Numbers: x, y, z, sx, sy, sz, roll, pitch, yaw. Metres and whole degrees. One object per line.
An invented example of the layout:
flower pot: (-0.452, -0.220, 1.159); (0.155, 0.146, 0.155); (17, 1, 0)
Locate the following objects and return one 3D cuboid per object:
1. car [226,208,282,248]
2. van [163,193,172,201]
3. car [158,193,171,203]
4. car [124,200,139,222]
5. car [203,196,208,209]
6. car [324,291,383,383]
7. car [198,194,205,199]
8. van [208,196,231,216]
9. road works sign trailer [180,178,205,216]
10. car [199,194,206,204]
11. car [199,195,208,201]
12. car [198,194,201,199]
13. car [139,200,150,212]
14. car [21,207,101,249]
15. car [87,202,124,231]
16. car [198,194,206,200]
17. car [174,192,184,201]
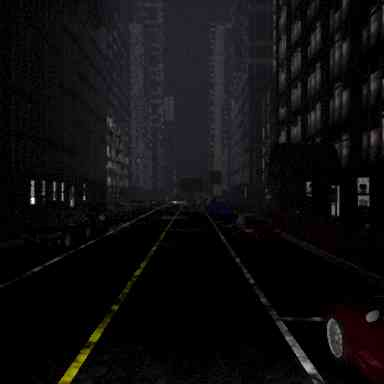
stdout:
car: (2.690, 1.573, 14.391); (1.802, 1.307, 4.206); (0, 0, 0)
van: (-5.689, 1.224, 77.010); (1.690, 1.788, 3.998); (0, 0, 0)
car: (-5.690, 1.461, 65.625); (2.008, 1.369, 4.403); (0, 0, 0)
car: (-5.691, 1.525, 25.778); (2.008, 1.369, 4.403); (0, 0, 0)
car: (2.690, 1.530, 42.852); (1.802, 1.307, 4.206); (0, 0, 0)
car: (2.689, 1.581, 3.003); (1.802, 1.307, 4.206); (0, 0, 0)
car: (2.691, 1.271, 94.083); (1.967, 1.590, 4.097); (0, 0, 0)
van: (2.690, 1.307, 31.467); (1.690, 1.788, 3.998); (0, 0, 0)
road works sign trailer: (0.000, 0.428, 32.485); (2.380, 3.560, 2.880); (0, 0, 0)
car: (2.691, 1.503, 59.929); (1.802, 1.307, 4.206); (0, 0, 0)
car: (2.691, 1.434, 77.007); (2.008, 1.369, 4.403); (0, 0, 0)
car: (2.691, 1.449, 71.314); (2.008, 1.369, 4.403); (0, 0, 0)
car: (-5.691, 1.539, 37.162); (1.802, 1.307, 4.206); (0, 0, 0)
car: (-5.691, 1.542, 14.393); (2.008, 1.369, 4.403); (0, 0, 0)
car: (-5.691, 1.424, 20.086); (1.967, 1.590, 4.097); (0, 0, 0)
car: (2.692, 1.289, 88.391); (1.967, 1.590, 4.097); (0, 0, 0)
car: (-3.000, 1.074, 76.604); (2.150, 2.045, 5.566); (0, 0, 0)
